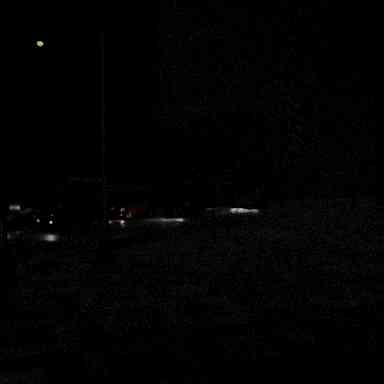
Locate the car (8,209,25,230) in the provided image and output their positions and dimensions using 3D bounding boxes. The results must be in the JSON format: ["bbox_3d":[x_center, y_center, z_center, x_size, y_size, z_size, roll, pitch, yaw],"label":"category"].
[{"bbox_3d":[-11.051,1.752,23.394,1.812,1.442,4.674,-1,-1,37],"label":"car"}]

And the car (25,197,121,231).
[{"bbox_3d":[-7.786,1.387,22.438,2.150,2.045,5.566,-1,-1,34],"label":"car"}]

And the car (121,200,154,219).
[{"bbox_3d":[-5.635,1.560,31.120,2.097,1.767,4.553,-1,-1,35],"label":"car"}]

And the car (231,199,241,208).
[{"bbox_3d":[7.853,1.714,50.197,2.033,1.411,5.357,-1,-1,36],"label":"car"}]

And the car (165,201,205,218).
[{"bbox_3d":[-0.632,1.618,32.584,1.882,1.535,5.008,-1,-1,35],"label":"car"}]

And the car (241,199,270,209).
[{"bbox_3d":[9.100,1.711,46.355,1.895,1.301,4.718,-1,-1,36],"label":"car"}]
